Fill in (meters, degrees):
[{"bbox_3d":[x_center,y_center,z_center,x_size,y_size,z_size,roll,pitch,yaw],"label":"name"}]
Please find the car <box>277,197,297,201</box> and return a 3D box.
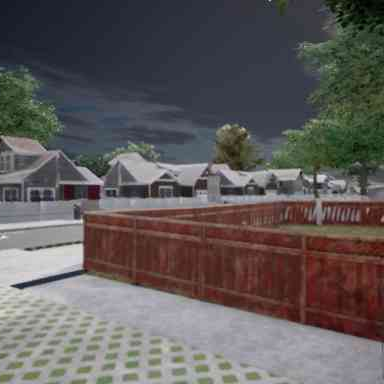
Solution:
[{"bbox_3d":[13.446,1.383,47.260,2.033,1.411,5.357,0,0,36],"label":"car"}]
